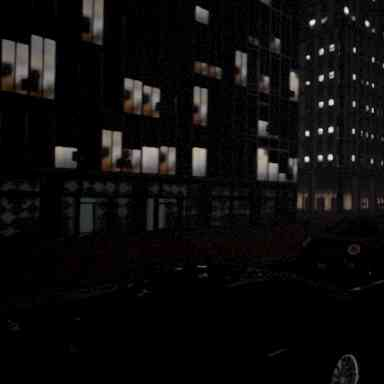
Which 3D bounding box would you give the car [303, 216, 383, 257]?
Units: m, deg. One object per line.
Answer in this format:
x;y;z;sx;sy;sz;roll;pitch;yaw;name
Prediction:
5.174;1.506;10.235;4.097;1.590;1.967;0;1;-35;car

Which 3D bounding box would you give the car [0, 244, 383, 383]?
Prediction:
-0.006;1.538;3.376;4.674;1.442;1.812;0;0;-35;car
